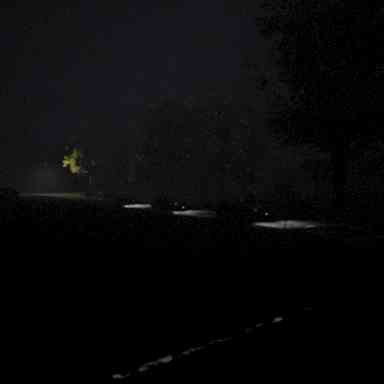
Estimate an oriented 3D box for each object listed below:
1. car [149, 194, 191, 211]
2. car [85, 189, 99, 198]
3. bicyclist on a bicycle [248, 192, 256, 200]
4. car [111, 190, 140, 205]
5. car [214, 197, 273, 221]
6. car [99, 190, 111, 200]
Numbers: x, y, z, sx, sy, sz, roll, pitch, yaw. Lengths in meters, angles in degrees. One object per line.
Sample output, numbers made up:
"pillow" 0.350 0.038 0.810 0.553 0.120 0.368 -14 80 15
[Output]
"car" -2.199 0.912 31.112 2.033 1.411 5.357 -1 2 -33
"car" -18.055 0.247 60.781 2.128 1.511 4.902 -1 2 -33
"bicyclist on a bicycle" 5.384 0.797 30.424 1.656 1.620 0.582 -1 2 -33
"car" -7.721 0.760 39.598 1.994 1.385 4.181 -1 2 -32
"car" 3.359 1.055 22.594 1.812 1.442 4.674 -1 2 -33
"car" -12.411 0.407 52.156 1.882 1.535 5.008 -1 2 -33
